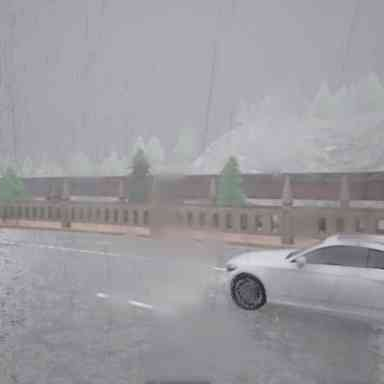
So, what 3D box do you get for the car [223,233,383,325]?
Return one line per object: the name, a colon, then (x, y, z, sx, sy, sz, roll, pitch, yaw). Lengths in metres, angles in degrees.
car: (2.820, 1.501, 6.069, 4.674, 1.442, 1.812, 0, 0, 35)
